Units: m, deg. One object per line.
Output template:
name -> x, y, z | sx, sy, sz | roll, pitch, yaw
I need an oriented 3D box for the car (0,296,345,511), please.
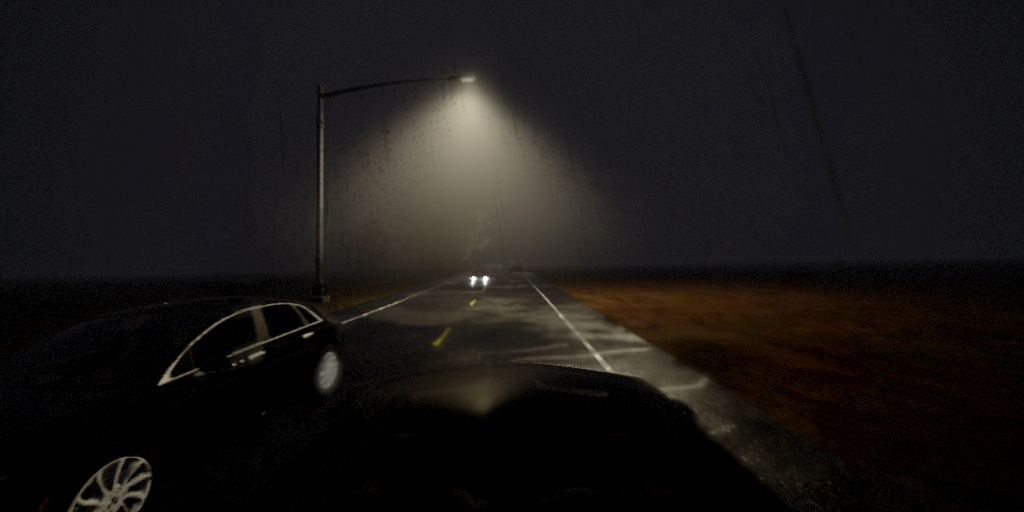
car -> -3.604, 1.277, 3.902 | 1.837, 1.490, 4.892 | 0, -1, 0

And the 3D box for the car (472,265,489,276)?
car -> -3.883, 1.766, 44.342 | 1.895, 1.301, 4.718 | 0, -1, -1

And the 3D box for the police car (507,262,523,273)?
police car -> 0.620, 1.671, 52.410 | 1.930, 1.638, 5.238 | 0, -1, -1
